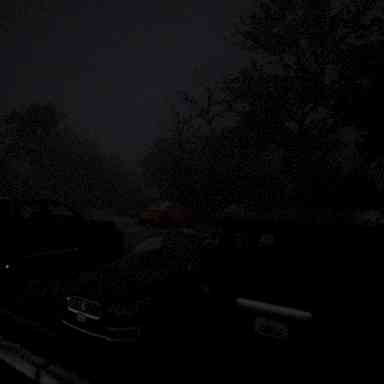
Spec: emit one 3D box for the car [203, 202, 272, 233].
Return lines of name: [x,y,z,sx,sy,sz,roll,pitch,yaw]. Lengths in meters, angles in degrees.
car: [2.941,1.443,20.416,2.097,1.535,5.008,0,0,36]

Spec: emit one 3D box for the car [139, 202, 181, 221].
car: [-1.597,1.447,23.643,2.097,1.535,5.008,0,0,36]

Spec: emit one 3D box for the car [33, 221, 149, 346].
car: [-0.100,1.453,6.519,2.231,1.521,4.892,0,0,35]

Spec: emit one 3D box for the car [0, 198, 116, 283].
car: [-4.648,1.192,9.792,2.435,2.045,5.566,0,0,36]

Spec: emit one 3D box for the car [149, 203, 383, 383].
car: [2.198,1.212,4.908,2.435,2.045,5.566,0,0,35]

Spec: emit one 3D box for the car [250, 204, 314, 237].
car: [5.208,1.487,18.795,2.002,1.452,4.674,0,0,36]

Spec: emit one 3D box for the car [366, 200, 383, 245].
car: [9.722,1.337,15.534,2.185,1.767,4.553,0,0,35]
